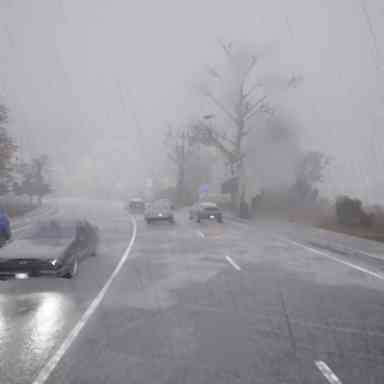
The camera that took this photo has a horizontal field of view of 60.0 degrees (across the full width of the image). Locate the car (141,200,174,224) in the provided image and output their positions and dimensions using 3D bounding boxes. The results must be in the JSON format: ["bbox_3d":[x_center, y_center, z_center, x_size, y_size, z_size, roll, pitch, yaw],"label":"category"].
[{"bbox_3d":[-2.592,1.558,25.151,1.994,1.385,4.181,0,0,-11],"label":"car"}]

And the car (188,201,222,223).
[{"bbox_3d":[0.933,1.474,25.338,1.837,1.490,4.892,0,0,-11],"label":"car"}]

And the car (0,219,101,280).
[{"bbox_3d":[-4.134,1.560,10.326,2.033,1.411,5.357,0,0,-5],"label":"car"}]

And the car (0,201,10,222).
[{"bbox_3d":[-7.619,1.252,10.114,2.150,2.045,5.566,0,0,-5],"label":"car"}]

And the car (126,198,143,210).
[{"bbox_3d":[-7.327,1.487,42.671,1.882,1.535,5.008,0,0,-19],"label":"car"}]
